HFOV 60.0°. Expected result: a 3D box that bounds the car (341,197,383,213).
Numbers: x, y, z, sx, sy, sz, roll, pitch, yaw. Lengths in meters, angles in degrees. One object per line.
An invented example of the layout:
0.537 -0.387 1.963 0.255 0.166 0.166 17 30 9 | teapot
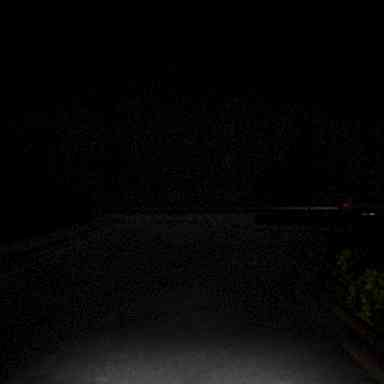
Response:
18.843 1.556 36.006 5.566 2.045 2.150 0 -1 0 | car
